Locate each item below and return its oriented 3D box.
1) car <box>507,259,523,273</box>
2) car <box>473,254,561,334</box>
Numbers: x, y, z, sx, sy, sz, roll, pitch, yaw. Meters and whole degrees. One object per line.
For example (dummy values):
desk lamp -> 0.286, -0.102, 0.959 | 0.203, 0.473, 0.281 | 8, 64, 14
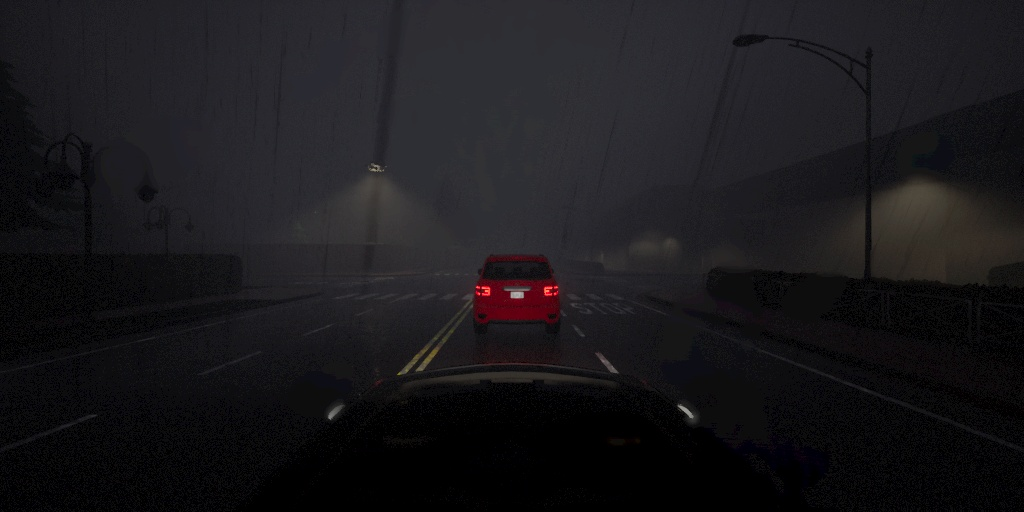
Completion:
car -> 0.361, 1.228, 45.613 | 1.882, 1.535, 5.008 | 0, 0, 1
car -> 0.122, 0.971, 10.760 | 2.150, 2.045, 5.566 | 0, 0, 0
